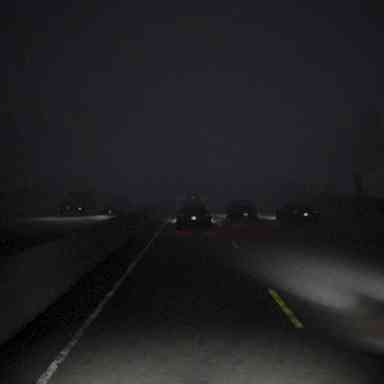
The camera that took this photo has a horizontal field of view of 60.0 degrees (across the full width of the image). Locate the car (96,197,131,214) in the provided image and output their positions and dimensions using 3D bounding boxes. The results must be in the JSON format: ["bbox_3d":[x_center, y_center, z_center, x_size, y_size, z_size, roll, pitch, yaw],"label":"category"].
[{"bbox_3d":[-6.995,1.217,31.072,2.033,1.411,5.357,0,2,0],"label":"car"}]

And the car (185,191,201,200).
[{"bbox_3d":[0.098,0.544,42.327,2.163,1.488,4.792,0,4,0],"label":"car"}]

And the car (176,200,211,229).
[{"bbox_3d":[0.101,1.384,20.142,1.994,1.385,4.181,0,0,0],"label":"car"}]

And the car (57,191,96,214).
[{"bbox_3d":[-10.496,0.921,30.912,2.150,2.045,5.566,0,2,0],"label":"car"}]

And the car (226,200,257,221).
[{"bbox_3d":[3.601,1.307,24.589,1.812,1.442,4.674,0,0,0],"label":"car"}]

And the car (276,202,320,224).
[{"bbox_3d":[7.102,1.361,22.758,1.994,1.385,4.181,0,0,0],"label":"car"}]
